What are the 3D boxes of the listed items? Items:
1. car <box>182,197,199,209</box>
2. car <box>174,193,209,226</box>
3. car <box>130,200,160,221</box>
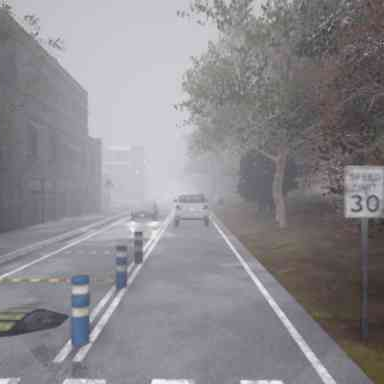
[{"bbox_3d":[-0.207,1.280,40.783,1.895,1.301,4.718,0,1,-1],"label":"car"},{"bbox_3d":[-0.037,1.061,22.316,2.150,2.045,5.566,0,0,-1],"label":"car"},{"bbox_3d":[-3.499,1.345,25.552,1.812,1.442,4.674,0,1,0],"label":"car"}]
